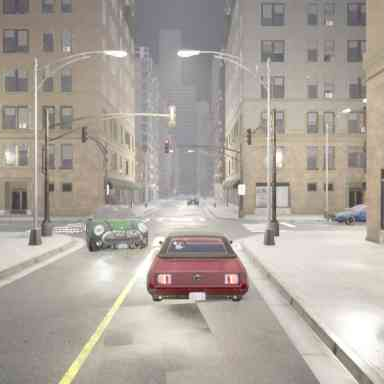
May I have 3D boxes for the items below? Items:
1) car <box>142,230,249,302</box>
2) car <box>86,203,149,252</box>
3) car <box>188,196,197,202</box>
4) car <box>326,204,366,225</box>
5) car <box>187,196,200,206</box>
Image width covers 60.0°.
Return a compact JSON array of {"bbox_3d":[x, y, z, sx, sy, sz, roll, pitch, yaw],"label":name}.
[{"bbox_3d":[0.094,1.601,8.238,1.895,1.301,4.718,0,0,0],"label":"car"},{"bbox_3d":[-3.249,1.351,13.980,2.097,1.767,4.553,-1,0,-21],"label":"car"},{"bbox_3d":[0.109,1.567,75.151,1.895,1.301,4.718,0,0,0],"label":"car"},{"bbox_3d":[12.201,1.512,22.827,5.357,1.411,2.033,0,0,3],"label":"car"},{"bbox_3d":[0.175,1.516,55.589,1.812,1.442,4.674,0,0,0],"label":"car"}]
